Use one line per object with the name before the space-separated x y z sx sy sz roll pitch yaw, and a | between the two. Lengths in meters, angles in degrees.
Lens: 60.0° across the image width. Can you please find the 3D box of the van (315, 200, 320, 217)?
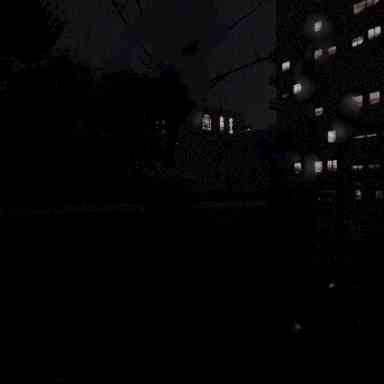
van | 10.434 1.641 32.600 1.690 1.788 3.998 -1 0 -36
